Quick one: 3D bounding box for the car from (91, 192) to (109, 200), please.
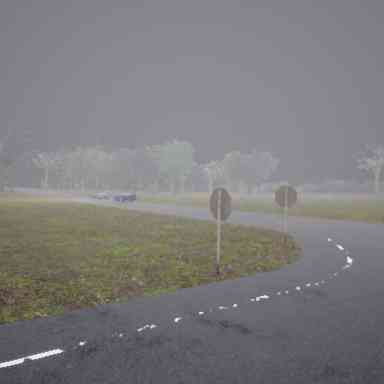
[{"bbox_3d":[-16.543,0.689,59.947,2.033,1.411,5.357,2,0,-35],"label":"car"}]

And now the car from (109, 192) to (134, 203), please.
[{"bbox_3d":[-10.616,0.820,51.379,1.882,1.535,5.008,2,0,-35],"label":"car"}]
